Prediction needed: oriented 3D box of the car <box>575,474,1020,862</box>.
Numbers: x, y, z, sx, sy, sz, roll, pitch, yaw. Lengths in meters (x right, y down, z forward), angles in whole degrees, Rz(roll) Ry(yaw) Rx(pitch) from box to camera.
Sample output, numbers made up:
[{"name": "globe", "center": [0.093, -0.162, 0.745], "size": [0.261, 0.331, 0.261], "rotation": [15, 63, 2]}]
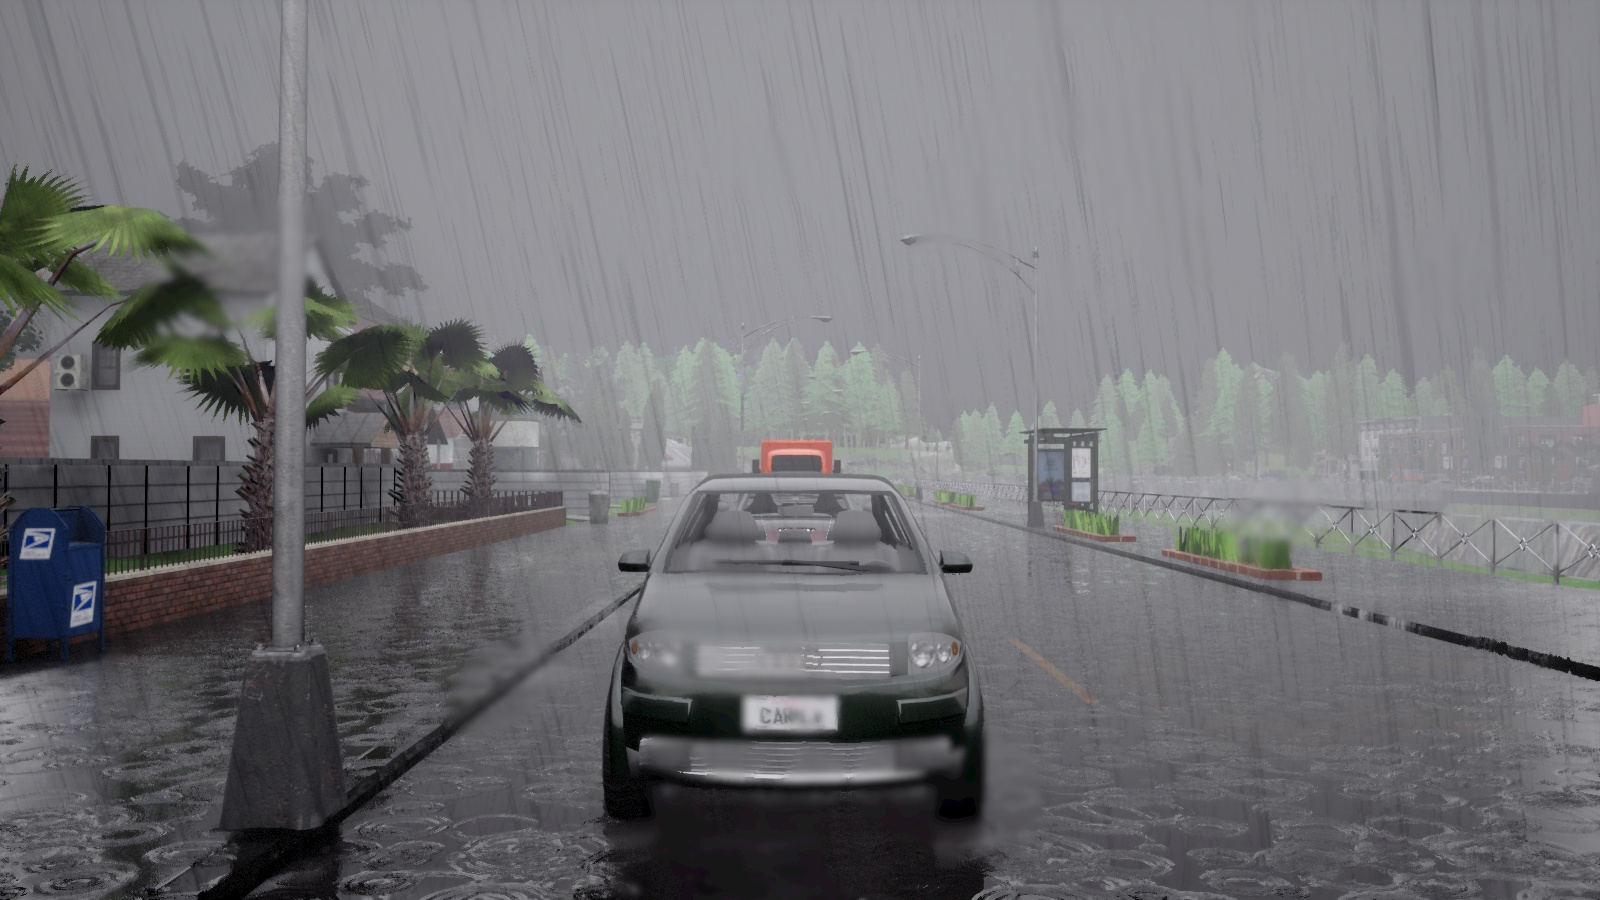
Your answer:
[{"name": "car", "center": [-0.019, 0.909, 6.911], "size": [1.789, 1.549, 3.705], "rotation": [0, -1, 0]}]

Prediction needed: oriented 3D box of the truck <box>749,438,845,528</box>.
[{"name": "truck", "center": [-0.096, 0.951, 37.192], "size": [2.627, 2.467, 5.204], "rotation": [0, -1, 0]}]
